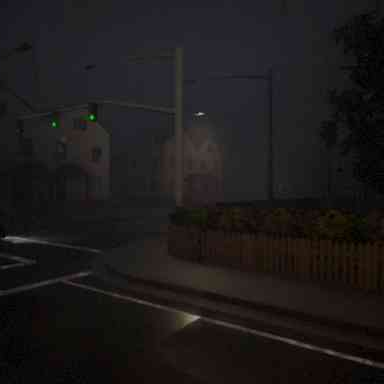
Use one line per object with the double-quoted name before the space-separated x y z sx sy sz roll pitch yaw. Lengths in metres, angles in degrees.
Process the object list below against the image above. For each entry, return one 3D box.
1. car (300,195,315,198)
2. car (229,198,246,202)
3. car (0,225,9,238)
"car" 19.481 1.335 55.215 4.553 1.767 2.097 0 0 -43
"car" 5.952 1.528 43.166 2.033 1.411 5.357 0 0 35
"car" -10.383 1.527 13.124 2.033 1.411 5.357 0 0 40
